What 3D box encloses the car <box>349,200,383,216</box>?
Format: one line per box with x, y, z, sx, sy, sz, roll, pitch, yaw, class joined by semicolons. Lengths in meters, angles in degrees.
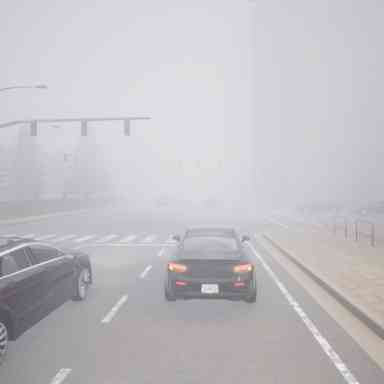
18.082;1.560;32.787;4.892;1.490;1.837;0;0;2;car

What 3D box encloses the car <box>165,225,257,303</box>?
0.456;1.526;8.119;1.812;1.442;4.674;0;0;4;car

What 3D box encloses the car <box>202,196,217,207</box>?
2.864;1.525;51.397;1.812;1.442;4.674;0;0;3;car

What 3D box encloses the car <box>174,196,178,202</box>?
-3.298;1.563;67.033;1.994;1.385;4.181;0;0;7;car

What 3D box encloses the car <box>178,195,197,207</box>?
-0.643;1.525;51.594;1.812;1.442;4.674;0;0;3;car

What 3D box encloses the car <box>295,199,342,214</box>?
13.825;1.558;36.494;4.892;1.490;1.837;-1;0;3;car

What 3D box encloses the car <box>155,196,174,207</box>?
-4.377;1.351;50.752;2.097;1.767;4.553;0;0;3;car

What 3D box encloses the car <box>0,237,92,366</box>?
-3.214;1.491;5.466;2.128;1.511;4.902;0;0;4;car

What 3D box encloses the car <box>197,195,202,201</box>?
1.388;1.499;80.679;1.837;1.490;4.892;0;0;28;car
